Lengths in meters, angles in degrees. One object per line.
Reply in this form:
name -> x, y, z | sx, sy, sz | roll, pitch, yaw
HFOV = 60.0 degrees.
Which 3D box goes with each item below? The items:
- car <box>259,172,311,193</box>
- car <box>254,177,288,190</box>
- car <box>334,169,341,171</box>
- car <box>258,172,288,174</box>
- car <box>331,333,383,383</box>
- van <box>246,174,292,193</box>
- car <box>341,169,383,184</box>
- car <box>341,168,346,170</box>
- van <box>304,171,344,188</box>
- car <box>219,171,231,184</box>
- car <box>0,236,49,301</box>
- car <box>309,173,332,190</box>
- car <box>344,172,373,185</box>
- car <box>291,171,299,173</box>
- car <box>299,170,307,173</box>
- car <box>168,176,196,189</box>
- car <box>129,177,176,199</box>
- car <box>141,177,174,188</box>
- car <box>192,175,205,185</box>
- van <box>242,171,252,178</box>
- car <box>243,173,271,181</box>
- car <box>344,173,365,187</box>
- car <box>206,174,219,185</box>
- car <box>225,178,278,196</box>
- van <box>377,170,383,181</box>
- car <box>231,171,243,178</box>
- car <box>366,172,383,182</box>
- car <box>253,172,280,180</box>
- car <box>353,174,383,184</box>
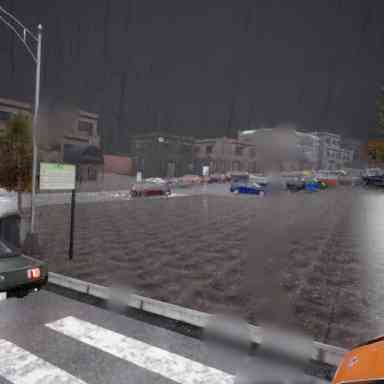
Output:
car -> 11.524, -1.025, 42.066 | 5.566, 2.045, 2.435 | 4, 7, 32
car -> 11.151, -1.251, 47.366 | 1.812, 1.442, 4.674 | -4, 6, -33
car -> 33.196, -4.655, 82.108 | 5.008, 1.535, 2.097 | 2, 6, 31
car -> 14.177, -2.323, 58.340 | 4.892, 1.490, 1.837 | -4, 7, -38
car -> 2.900, 1.354, 1.372 | 4.553, 1.767, 2.097 | 0, 0, 35
van -> 9.288, -0.806, 40.162 | 4.442, 1.987, 1.878 | 4, 7, 32
car -> 28.102, -2.330, 54.997 | 5.566, 2.045, 2.435 | 4, 7, 31
car -> 35.458, -4.815, 83.966 | 5.008, 1.535, 2.097 | 2, 5, 31
van -> 18.747, -1.549, 47.517 | 4.442, 1.987, 1.878 | 4, 7, 32
car -> 3.788, -2.394, 57.872 | 4.553, 1.767, 2.185 | 2, 6, 30
car -> -5.238, 1.569, 7.257 | 4.718, 1.301, 1.895 | 1, 1, 36
car -> 16.255, -1.272, 45.762 | 4.553, 1.767, 2.185 | 4, 7, 32
car -> 25.746, -1.861, 53.153 | 4.792, 1.488, 2.163 | 4, 7, 31
car -> 19.592, -3.578, 70.980 | 4.892, 1.521, 2.231 | 2, 6, 30
car -> 21.856, -3.763, 72.835 | 4.892, 1.521, 2.231 | 2, 6, 31
car -> -1.992, -1.063, 46.424 | 4.181, 1.385, 1.994 | -5, 7, -39
car -> -4.545, -0.345, 36.696 | 4.553, 1.767, 2.097 | -4, 7, -39
car -> -5.283, -1.477, 50.367 | 4.674, 1.452, 2.002 | 2, 5, 30
car -> -0.738, -2.018, 54.105 | 4.553, 1.767, 2.185 | 2, 6, 30
van -> 8.184, -2.875, 61.698 | 4.442, 1.987, 1.878 | 2, 6, 30
car -> 12.800, -3.020, 65.401 | 5.008, 1.535, 2.097 | 2, 5, 30
car -> 23.371, -1.702, 51.293 | 4.892, 1.521, 2.231 | 4, 7, 31
car -> 1.475, -2.053, 56.033 | 4.792, 1.488, 2.163 | 2, 6, 30
car -> 6.821, -0.404, 38.412 | 5.008, 1.535, 2.097 | 4, 7, 32
van -> 37.481, -3.059, 62.515 | 4.442, 1.987, 1.878 | 4, 7, 31
car -> 6.025, -2.459, 59.789 | 5.008, 1.535, 2.097 | 2, 5, 30
car -> 34.903, -2.665, 60.794 | 5.366, 1.575, 1.946 | 4, 7, 31
car -> 15.091, -3.176, 67.246 | 4.792, 1.488, 2.163 | 2, 5, 30
car -> 30.420, -2.270, 56.923 | 4.892, 1.521, 2.231 | 4, 7, 31
